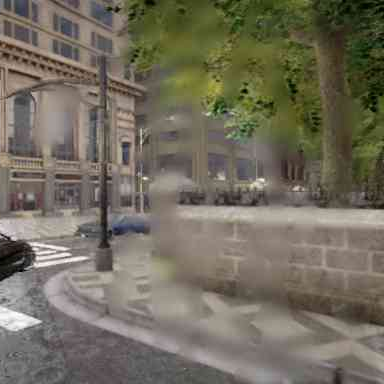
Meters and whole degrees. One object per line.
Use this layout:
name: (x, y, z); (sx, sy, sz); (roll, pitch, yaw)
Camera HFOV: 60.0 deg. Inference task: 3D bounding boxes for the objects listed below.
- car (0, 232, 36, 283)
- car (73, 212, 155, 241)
car: (-5.729, 1.699, 8.745); (1.994, 1.385, 4.181); (0, -1, -9)
car: (-4.062, 1.885, 19.235); (2.033, 1.411, 5.357); (-1, -1, 35)
